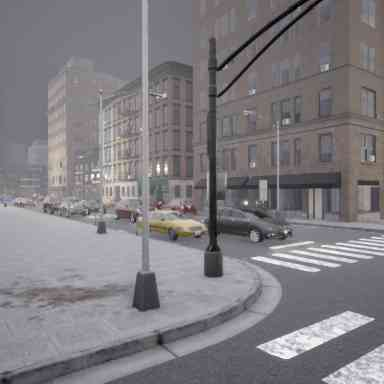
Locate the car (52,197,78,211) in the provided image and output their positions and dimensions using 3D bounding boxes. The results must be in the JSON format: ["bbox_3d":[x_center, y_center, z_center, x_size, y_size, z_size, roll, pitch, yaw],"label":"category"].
[{"bbox_3d":[-16.378,1.477,42.613,1.882,1.535,5.008,0,0,-36],"label":"car"}]

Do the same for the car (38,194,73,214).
[{"bbox_3d":[-14.525,1.328,35.631,2.192,1.841,5.009,0,0,-36],"label":"car"}]

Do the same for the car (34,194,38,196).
[{"bbox_3d":[-34.583,1.534,77.028,1.947,1.339,4.313,0,0,-36],"label":"car"}]

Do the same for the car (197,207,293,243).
[{"bbox_3d":[2.613,1.513,16.285,1.837,1.490,4.892,0,0,-36],"label":"car"}]

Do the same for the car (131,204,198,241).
[{"bbox_3d":[-1.145,1.543,17.148,1.752,1.417,4.829,0,0,-36],"label":"car"}]

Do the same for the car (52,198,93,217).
[{"bbox_3d":[-11.204,1.565,31.045,2.008,1.369,4.403,0,0,-36],"label":"car"}]

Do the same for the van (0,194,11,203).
[{"bbox_3d":[-37.765,1.349,67.735,1.690,1.788,3.998,0,0,-36],"label":"van"}]

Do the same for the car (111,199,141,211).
[{"bbox_3d":[-8.024,1.540,40.337,1.947,1.339,4.313,0,0,-36],"label":"car"}]

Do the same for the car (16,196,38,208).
[{"bbox_3d":[-24.484,1.592,49.391,1.802,1.307,4.206,0,0,-36],"label":"car"}]

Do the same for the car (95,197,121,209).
[{"bbox_3d":[-11.443,1.498,45.061,1.752,1.417,4.829,0,0,-36],"label":"car"}]

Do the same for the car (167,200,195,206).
[{"bbox_3d":[-1.384,1.416,31.163,1.967,1.590,4.097,0,0,-36],"label":"car"}]

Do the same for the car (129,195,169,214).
[{"bbox_3d":[-4.704,1.290,35.750,2.192,1.841,5.009,0,0,-36],"label":"car"}]

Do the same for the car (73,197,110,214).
[{"bbox_3d":[-10.364,1.506,34.228,1.837,1.490,4.892,0,0,-36],"label":"car"}]

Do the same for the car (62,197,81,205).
[{"bbox_3d":[-21.304,1.521,58.682,2.008,1.369,4.403,0,0,-36],"label":"car"}]

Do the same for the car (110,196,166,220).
[{"bbox_3d":[-4.318,1.355,25.858,2.097,1.767,4.553,0,0,-36],"label":"car"}]

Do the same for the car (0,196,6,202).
[{"bbox_3d":[-44.404,1.558,76.909,2.008,1.369,4.403,0,0,-36],"label":"car"}]

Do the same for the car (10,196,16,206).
[{"bbox_3d":[-27.705,1.535,53.839,1.752,1.417,4.829,0,0,-36],"label":"car"}]

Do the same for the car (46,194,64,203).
[{"bbox_3d":[-27.944,1.284,67.854,2.192,1.841,5.009,0,0,-36],"label":"car"}]
